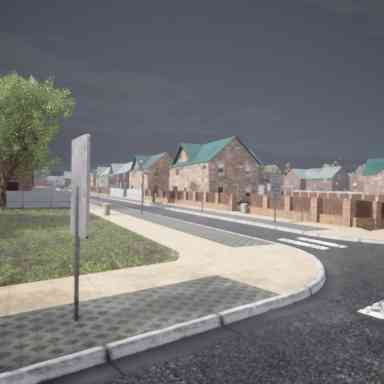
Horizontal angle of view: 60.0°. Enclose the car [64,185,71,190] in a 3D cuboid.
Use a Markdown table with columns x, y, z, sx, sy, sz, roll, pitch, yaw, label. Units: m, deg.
| x | y | z | sx | sy | sz | roll | pitch | yaw | label |
| --- | --- | --- | --- | --- | --- | --- | --- | --- | --- |
| -29.754 | -0.781 | 82.884 | 2.150 | 2.045 | 5.566 | 1 | 1 | -26 | car |
